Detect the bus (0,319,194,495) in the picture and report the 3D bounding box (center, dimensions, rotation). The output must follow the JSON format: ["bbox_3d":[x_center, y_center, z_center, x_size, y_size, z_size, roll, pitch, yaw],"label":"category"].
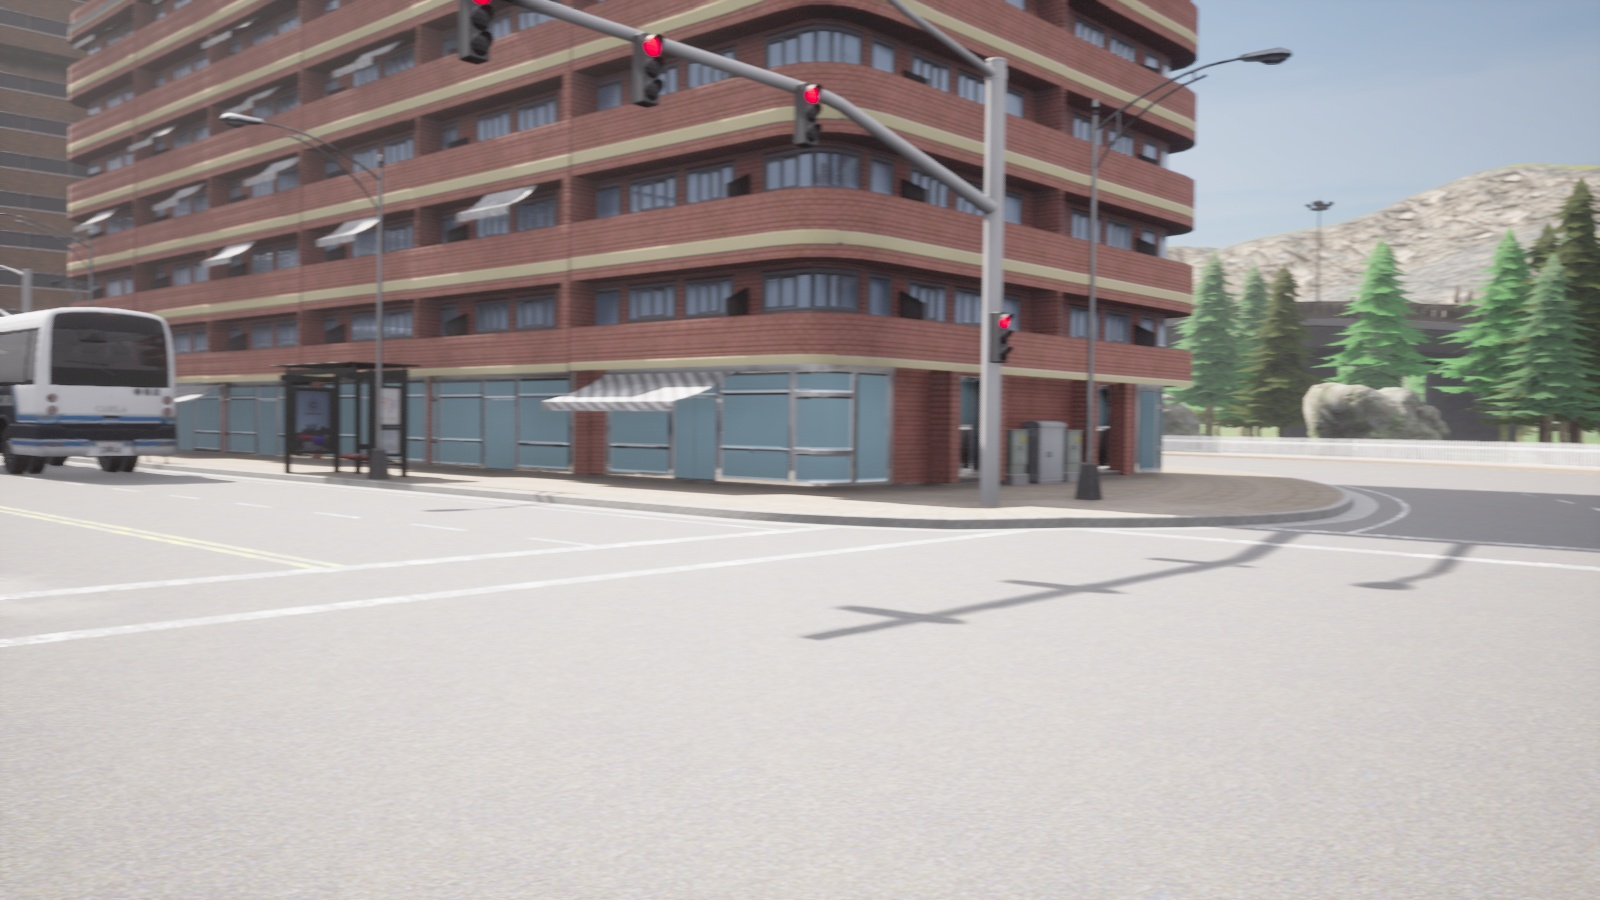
[{"bbox_3d":[-21.166,-1.109,35.223,10.273,4.253,3.944,1,2,43],"label":"bus"}]
